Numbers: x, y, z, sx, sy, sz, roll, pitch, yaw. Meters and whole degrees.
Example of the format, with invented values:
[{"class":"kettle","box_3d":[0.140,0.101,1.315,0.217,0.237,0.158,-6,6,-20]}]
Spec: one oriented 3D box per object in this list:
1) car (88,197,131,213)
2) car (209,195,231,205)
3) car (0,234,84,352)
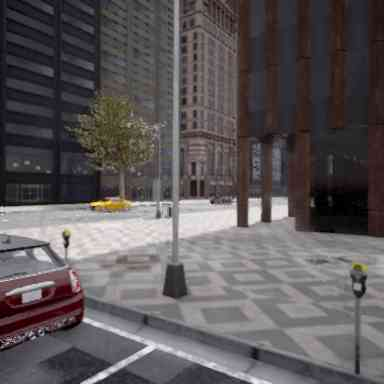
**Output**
[{"class":"car","box_3d":[-8.803,1.353,35.764,1.882,1.535,5.008,0,0,35]},{"class":"car","box_3d":[4.731,1.334,54.691,1.837,1.490,4.892,0,0,36]},{"class":"car","box_3d":[-3.741,1.428,5.627,4.097,1.590,1.967,0,0,36]}]
